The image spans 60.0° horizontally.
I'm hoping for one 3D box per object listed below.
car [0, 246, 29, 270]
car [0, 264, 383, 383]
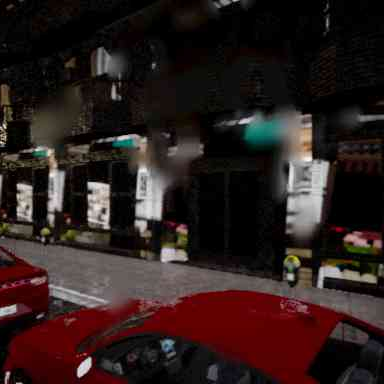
[{"bbox_3d":[-4.420,1.549,6.027,4.507,1.381,1.887,0,0,36],"label":"car"},{"bbox_3d":[0.189,1.546,2.739,4.507,1.381,1.887,0,0,36],"label":"car"}]
